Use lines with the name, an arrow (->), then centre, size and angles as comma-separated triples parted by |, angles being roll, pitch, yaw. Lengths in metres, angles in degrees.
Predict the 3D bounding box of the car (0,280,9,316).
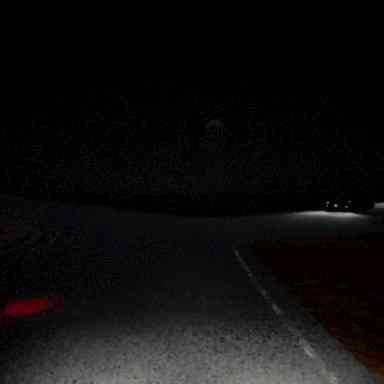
car -> -3.548, 1.524, 2.652 | 2.033, 1.411, 5.357 | -1, 2, -4

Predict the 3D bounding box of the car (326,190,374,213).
car -> 11.721, 0.616, 24.540 | 4.892, 1.490, 1.837 | -2, 2, -41
